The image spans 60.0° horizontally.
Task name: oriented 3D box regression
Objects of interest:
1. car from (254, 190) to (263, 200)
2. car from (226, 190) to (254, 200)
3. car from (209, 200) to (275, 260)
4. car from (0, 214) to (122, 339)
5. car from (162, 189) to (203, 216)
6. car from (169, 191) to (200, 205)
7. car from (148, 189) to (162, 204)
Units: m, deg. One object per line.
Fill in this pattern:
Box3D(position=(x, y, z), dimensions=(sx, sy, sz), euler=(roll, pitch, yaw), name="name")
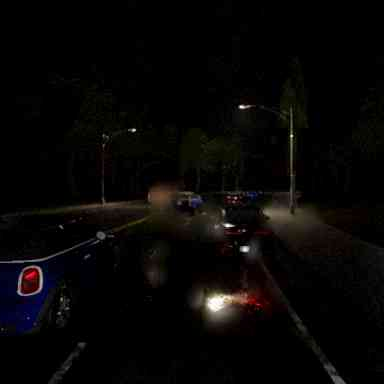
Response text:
Box3D(position=(8.500, 0.414, 45.869), dimensions=(1.994, 1.385, 4.181), euler=(0, 1, 19), name="car")
Box3D(position=(4.678, 0.661, 33.638), dimensions=(2.128, 1.511, 4.902), euler=(0, 1, 17), name="car")
Box3D(position=(1.668, 1.248, 11.440), dimensions=(1.837, 1.490, 4.892), euler=(0, 1, 5), name="car")
Box3D(position=(-2.855, 1.209, 6.533), dimensions=(2.097, 1.767, 4.553), euler=(0, 1, 2), name="car")
Box3D(position=(-0.478, 0.765, 25.246), dimensions=(2.097, 1.767, 4.553), euler=(0, 1, 11), name="car")
Box3D(position=(-0.768, 0.650, 38.467), dimensions=(2.033, 1.411, 5.357), euler=(0, 1, 17), name="car")
Box3D(position=(-3.583, 0.439, 40.276), dimensions=(2.097, 1.767, 4.553), euler=(0, 1, 17), name="car")
